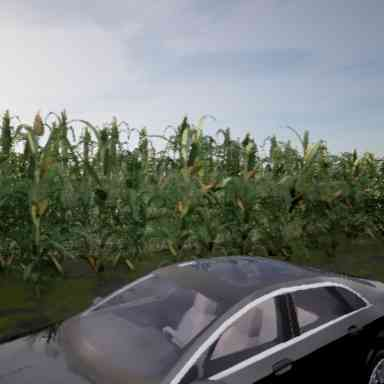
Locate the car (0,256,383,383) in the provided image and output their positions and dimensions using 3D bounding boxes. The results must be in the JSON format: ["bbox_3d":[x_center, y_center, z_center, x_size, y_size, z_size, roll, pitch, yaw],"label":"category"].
[{"bbox_3d":[0.170,1.471,3.092,4.902,1.511,2.128,0,1,-35],"label":"car"}]
